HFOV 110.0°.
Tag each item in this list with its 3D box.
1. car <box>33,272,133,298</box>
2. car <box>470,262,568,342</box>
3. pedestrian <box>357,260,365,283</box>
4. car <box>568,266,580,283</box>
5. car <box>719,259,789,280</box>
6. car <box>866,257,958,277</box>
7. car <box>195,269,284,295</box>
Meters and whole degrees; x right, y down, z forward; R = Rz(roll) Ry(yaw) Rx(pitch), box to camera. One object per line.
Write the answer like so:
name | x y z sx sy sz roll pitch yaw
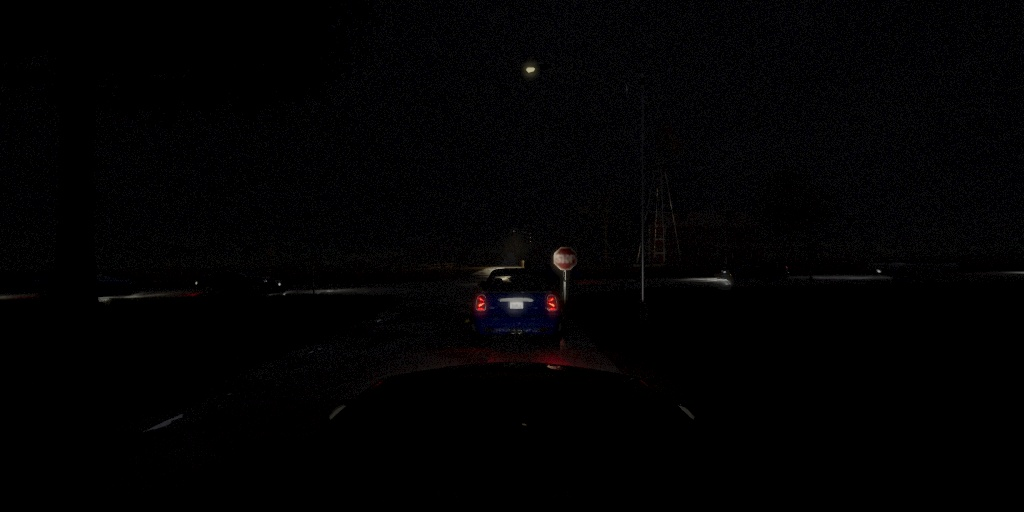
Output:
car | -27.326 1.756 22.936 5.008 1.535 1.882 -1 1 0
car | 0.103 1.104 9.979 2.097 1.767 4.553 0 0 0
pedestrian | -12.145 1.215 28.819 0.375 1.860 0.375 0 2 0
car | 2.314 1.193 25.725 5.008 1.535 1.882 -2 0 0
car | 17.217 0.944 25.626 4.181 1.385 1.994 -1 1 1
car | 28.411 0.754 25.571 4.718 1.301 1.895 -1 1 0
car | -17.288 1.586 22.878 4.902 1.511 2.128 -1 1 0
